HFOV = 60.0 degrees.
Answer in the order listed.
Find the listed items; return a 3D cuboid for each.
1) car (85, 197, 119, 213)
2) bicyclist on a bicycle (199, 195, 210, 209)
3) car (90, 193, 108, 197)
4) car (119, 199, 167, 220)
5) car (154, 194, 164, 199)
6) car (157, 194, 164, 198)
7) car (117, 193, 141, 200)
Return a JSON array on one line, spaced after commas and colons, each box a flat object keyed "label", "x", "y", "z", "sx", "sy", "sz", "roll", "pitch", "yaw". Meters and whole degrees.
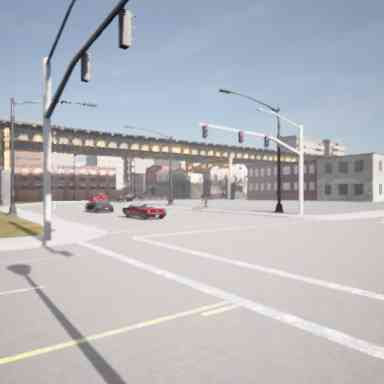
[{"label": "car", "x": -9.925, "y": 1.510, "z": 35.746, "sx": 1.994, "sy": 1.385, "sz": 4.181, "roll": 0, "pitch": 0, "yaw": -36}, {"label": "bicyclist on a bicycle", "x": 1.420, "y": 1.212, "z": 38.802, "sx": 1.656, "sy": 1.620, "sz": 0.582, "roll": 0, "pitch": 0, "yaw": -36}, {"label": "car", "x": -16.137, "y": 1.133, "z": 58.155, "sx": 2.150, "sy": 2.045, "sz": 5.566, "roll": 0, "pitch": 0, "yaw": 0}, {"label": "car", "x": -3.986, "y": 1.549, "z": 27.645, "sx": 1.895, "sy": 1.301, "sz": 4.718, "roll": 0, "pitch": 0, "yaw": -36}, {"label": "car", "x": -9.002, "y": 1.262, "z": 94.985, "sx": 2.038, "sy": 1.542, "sz": 4.974, "roll": 0, "pitch": 0, "yaw": -5}, {"label": "car", "x": -9.008, "y": 1.104, "z": 95.036, "sx": 1.853, "sy": 1.218, "sz": 4.536, "roll": 0, "pitch": 0, "yaw": -5}, {"label": "car", "x": -13.503, "y": 1.406, "z": 68.561, "sx": 2.128, "sy": 1.511, "sz": 4.902, "roll": 0, "pitch": 0, "yaw": 29}]
